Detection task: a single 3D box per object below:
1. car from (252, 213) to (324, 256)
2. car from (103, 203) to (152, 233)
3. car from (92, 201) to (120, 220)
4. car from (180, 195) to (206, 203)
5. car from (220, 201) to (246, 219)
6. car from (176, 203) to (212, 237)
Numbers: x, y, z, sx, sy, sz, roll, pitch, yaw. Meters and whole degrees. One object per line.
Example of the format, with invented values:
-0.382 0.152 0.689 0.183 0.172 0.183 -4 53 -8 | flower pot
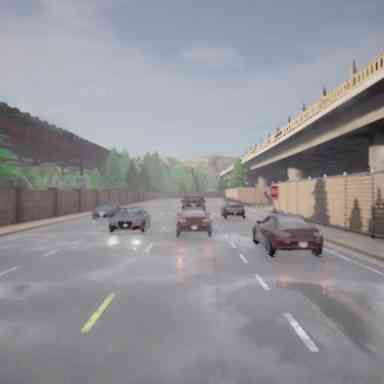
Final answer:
3.590 1.548 13.055 1.812 1.442 4.674 0 -1 0 | car
-3.585 1.596 19.821 1.994 1.385 4.181 0 0 0 | car
-7.040 1.538 28.393 2.128 1.511 4.902 0 0 1 | car
0.114 1.270 29.769 2.150 2.045 5.566 0 0 -1 | car
3.606 1.540 29.922 2.128 1.511 4.902 0 0 0 | car
0.099 1.556 18.279 1.812 1.442 4.674 0 -1 0 | car
